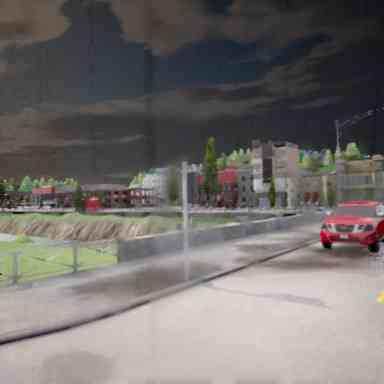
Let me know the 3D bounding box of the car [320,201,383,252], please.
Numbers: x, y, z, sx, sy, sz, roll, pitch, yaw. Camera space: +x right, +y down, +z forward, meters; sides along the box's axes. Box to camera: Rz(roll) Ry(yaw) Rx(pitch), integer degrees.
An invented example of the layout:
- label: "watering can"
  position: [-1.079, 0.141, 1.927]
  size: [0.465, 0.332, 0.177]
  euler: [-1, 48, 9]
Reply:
- label: "car"
  position: [7.824, 1.472, 15.645]
  size: [2.150, 2.045, 5.566]
  euler: [-2, -2, 38]
